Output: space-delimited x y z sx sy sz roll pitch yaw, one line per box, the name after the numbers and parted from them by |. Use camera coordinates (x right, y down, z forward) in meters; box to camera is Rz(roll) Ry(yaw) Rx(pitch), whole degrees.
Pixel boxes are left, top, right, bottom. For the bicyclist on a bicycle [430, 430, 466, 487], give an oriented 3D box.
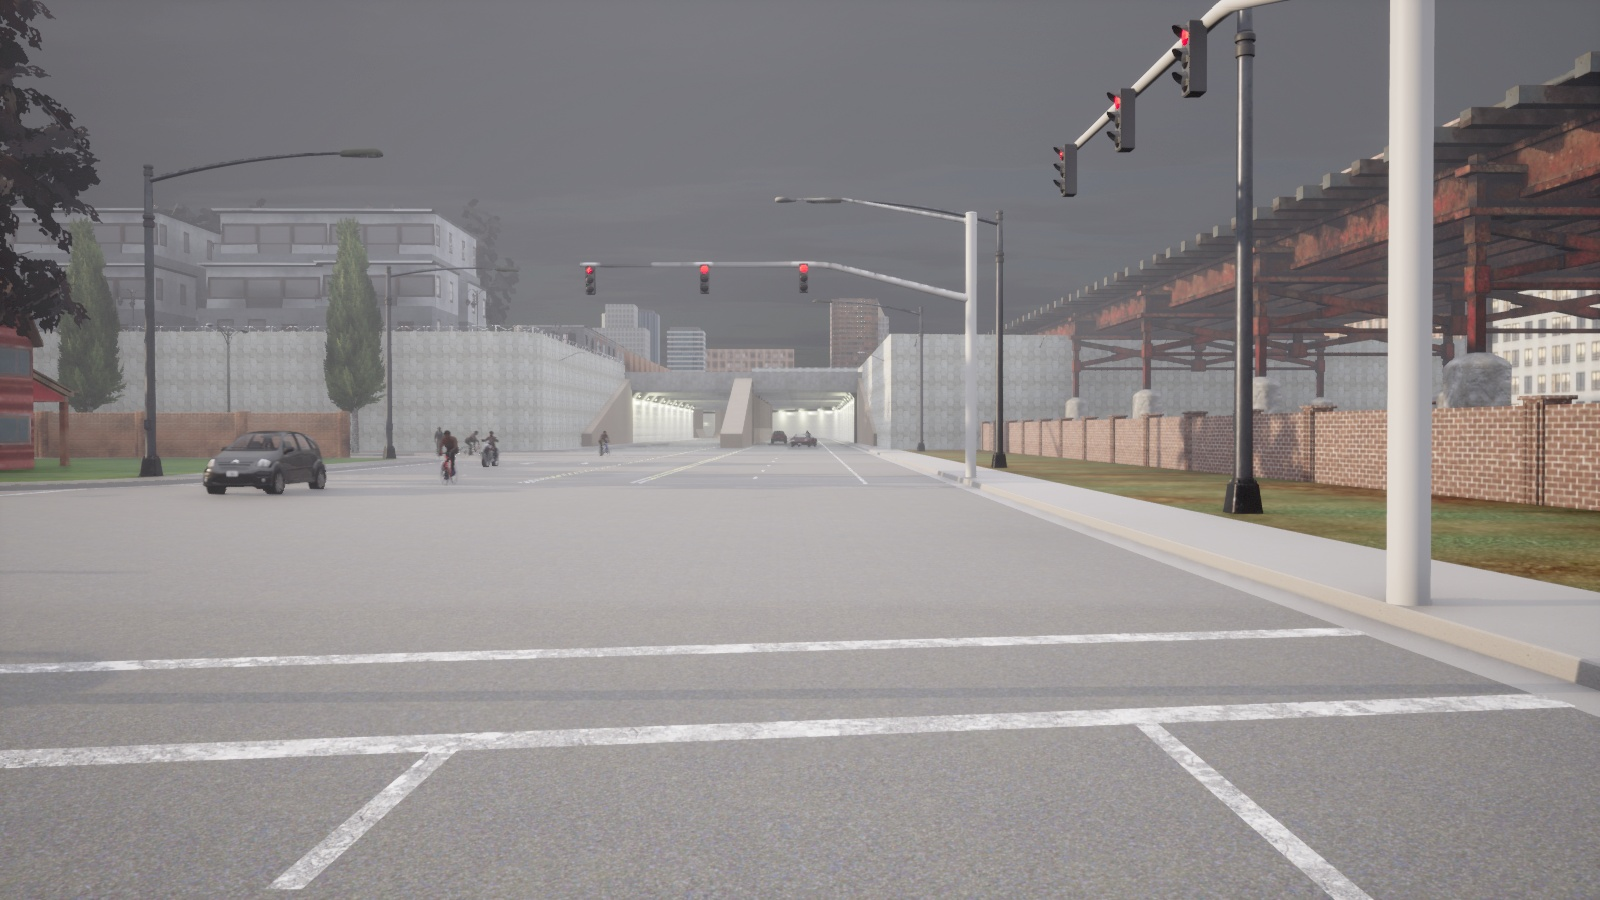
-10.281 0.231 36.701 0.582 1.620 1.656 0 1 0 | bicyclist on a bicycle

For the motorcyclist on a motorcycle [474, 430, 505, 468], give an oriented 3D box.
-13.676 -0.063 55.346 0.766 1.649 2.350 0 1 0 | motorcyclist on a motorcycle

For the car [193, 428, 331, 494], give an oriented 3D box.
-13.805 0.239 32.480 1.851 1.617 3.988 0 1 0 | car
